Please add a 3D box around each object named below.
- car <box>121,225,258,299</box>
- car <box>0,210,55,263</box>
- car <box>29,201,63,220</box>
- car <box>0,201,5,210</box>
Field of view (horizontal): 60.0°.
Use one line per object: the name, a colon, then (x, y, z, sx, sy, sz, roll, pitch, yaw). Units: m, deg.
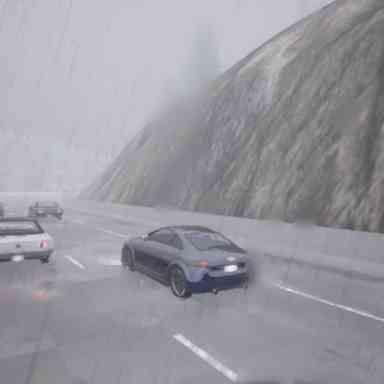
car: (-0.281, 1.550, 8.643, 1.994, 1.385, 4.181, 1, 0, -33)
car: (-5.924, 1.484, 10.852, 1.895, 1.301, 4.718, 1, 0, -33)
car: (-11.266, 1.375, 25.426, 1.895, 1.301, 4.718, 1, 0, -32)
car: (-15.567, 1.223, 25.701, 1.812, 1.442, 4.674, 1, 0, -32)
